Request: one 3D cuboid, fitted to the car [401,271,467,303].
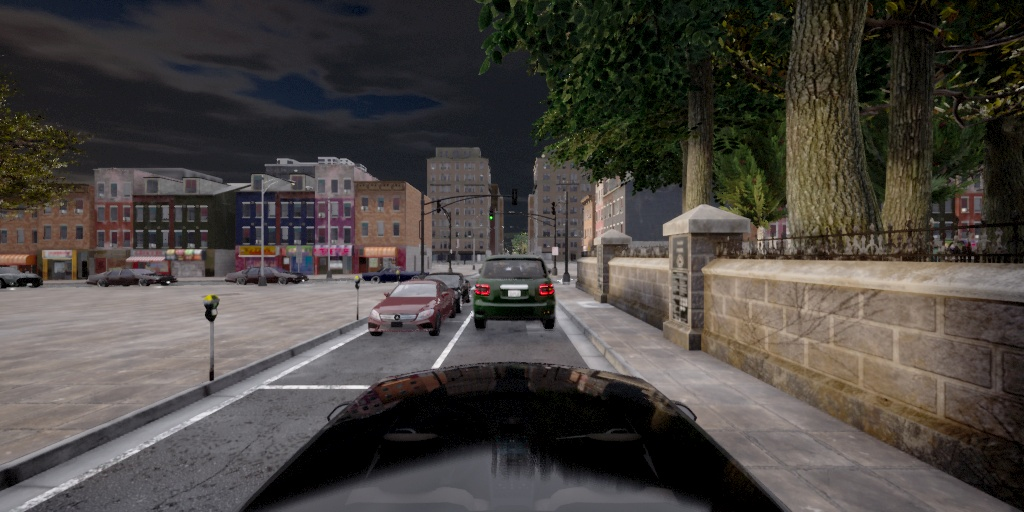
[{"bbox_3d":[-2.629,1.316,13.957,1.948,1.339,4.313,0,0,0],"label":"car"}]

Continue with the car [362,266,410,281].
[{"bbox_3d":[-8.540,1.429,26.880,4.718,1.301,1.895,-1,0,0],"label":"car"}]

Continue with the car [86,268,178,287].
[{"bbox_3d":[-28.375,1.627,26.826,5.357,1.411,2.033,-1,0,0],"label":"car"}]

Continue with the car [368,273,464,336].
[{"bbox_3d":[-2.632,1.332,10.294,1.802,1.307,4.207,0,0,0],"label":"car"}]

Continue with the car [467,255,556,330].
[{"bbox_3d":[0.084,0.973,11.267,2.150,2.045,5.566,0,0,1],"label":"car"}]

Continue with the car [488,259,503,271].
[{"bbox_3d":[-2.259,1.223,51.156,1.882,1.535,5.008,0,0,0],"label":"car"}]

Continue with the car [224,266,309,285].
[{"bbox_3d":[-18.301,1.485,26.853,5.357,1.411,2.033,-1,0,0],"label":"car"}]

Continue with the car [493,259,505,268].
[{"bbox_3d":[-2.241,1.221,61.598,1.882,1.535,5.008,0,0,0],"label":"car"}]

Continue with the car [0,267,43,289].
[{"bbox_3d":[-38.333,1.601,26.819,4.553,1.767,2.097,-1,0,0],"label":"car"}]

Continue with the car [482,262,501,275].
[{"bbox_3d":[-2.253,1.347,40.743,1.895,1.301,4.718,0,0,0],"label":"car"}]
